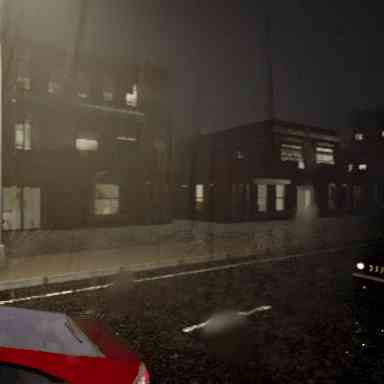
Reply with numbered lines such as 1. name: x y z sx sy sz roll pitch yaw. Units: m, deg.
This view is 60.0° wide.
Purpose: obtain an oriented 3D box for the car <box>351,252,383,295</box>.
1. car: 5.787 1.695 7.806 4.718 1.301 1.895 1 0 -35

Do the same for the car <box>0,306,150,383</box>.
1. car: -2.309 1.556 2.038 4.181 1.385 1.994 1 0 -35
